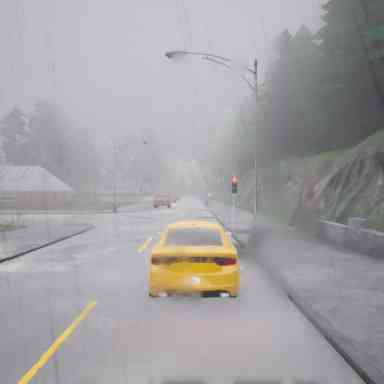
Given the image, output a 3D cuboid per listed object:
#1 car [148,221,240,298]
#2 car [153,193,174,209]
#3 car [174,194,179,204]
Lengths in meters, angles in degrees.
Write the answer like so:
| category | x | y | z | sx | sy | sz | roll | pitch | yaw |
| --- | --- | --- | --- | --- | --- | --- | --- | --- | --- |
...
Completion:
| category | x | y | z | sx | sy | sz | roll | pitch | yaw |
| --- | --- | --- | --- | --- | --- | --- | --- | --- | --- |
| car | 0.056 | 1.478 | 8.569 | 1.882 | 1.535 | 5.008 | 0 | 0 | 1 |
| car | -4.075 | 1.221 | 46.154 | 2.150 | 2.045 | 5.566 | 0 | 0 | 0 |
| car | -4.022 | 1.564 | 64.365 | 1.994 | 1.385 | 4.181 | 0 | 0 | 0 |
